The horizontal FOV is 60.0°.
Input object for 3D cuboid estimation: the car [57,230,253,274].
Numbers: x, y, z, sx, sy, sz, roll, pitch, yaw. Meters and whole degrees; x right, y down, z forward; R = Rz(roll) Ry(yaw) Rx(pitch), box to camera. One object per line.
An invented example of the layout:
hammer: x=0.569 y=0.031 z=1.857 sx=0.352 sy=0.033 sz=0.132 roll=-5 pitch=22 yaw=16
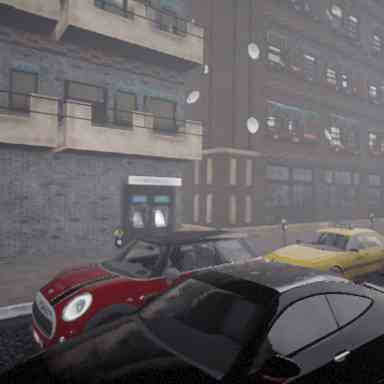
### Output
car: x=-0.506 y=1.452 z=5.724 sx=4.097 sy=1.590 sz=1.967 roll=0 pitch=1 yaw=-35

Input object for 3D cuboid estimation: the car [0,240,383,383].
car: x=0.522 y=1.535 z=3.319 sx=4.674 sy=1.442 sz=1.812 roll=0 pitch=0 yaw=-35

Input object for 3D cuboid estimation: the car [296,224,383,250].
car: x=3.872 y=1.560 z=8.848 sx=4.829 sy=1.417 sz=1.752 roll=0 pitch=1 yaw=-35
